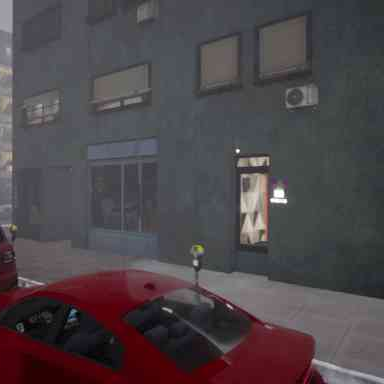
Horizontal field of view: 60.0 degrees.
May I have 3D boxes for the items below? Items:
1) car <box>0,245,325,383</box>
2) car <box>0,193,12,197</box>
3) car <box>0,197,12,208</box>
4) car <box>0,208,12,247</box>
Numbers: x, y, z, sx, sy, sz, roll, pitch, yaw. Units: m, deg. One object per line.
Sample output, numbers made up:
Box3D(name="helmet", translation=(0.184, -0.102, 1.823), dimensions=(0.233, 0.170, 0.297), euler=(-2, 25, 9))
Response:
Box3D(name="car", translation=(-0.998, 1.546, 3.558), dimensions=(4.507, 1.381, 1.887), euler=(0, 0, 35))
Box3D(name="car", translation=(-18.546, 1.053, 31.820), dimensions=(2.192, 1.841, 5.009), euler=(2, 2, 35))
Box3D(name="car", translation=(-17.646, 1.388, 28.586), dimensions=(1.895, 1.301, 4.718), euler=(0, 1, 34))
Box3D(name="car", translation=(-5.527, 1.320, 6.729), dimensions=(5.009, 1.841, 2.192), euler=(0, 0, 35))
